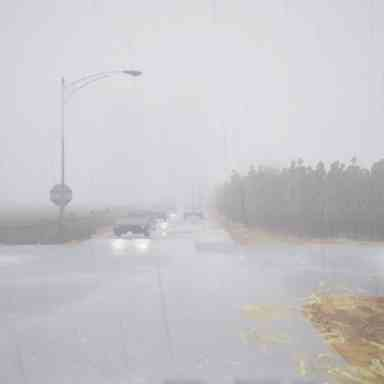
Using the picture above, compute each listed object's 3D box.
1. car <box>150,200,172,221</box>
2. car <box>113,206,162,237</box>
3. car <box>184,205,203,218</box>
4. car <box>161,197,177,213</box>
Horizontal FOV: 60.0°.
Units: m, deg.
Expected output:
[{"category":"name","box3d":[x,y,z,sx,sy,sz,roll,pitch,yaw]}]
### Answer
[{"category":"car","box3d":[-3.180,1.804,30.835,1.882,1.535,5.008,0,0,0]},{"category":"car","box3d":[-3.188,1.744,19.620,2.033,1.411,5.357,0,-1,0]},{"category":"car","box3d":[0.116,1.954,34.047,1.895,1.301,4.718,0,0,0]},{"category":"car","box3d":[-3.130,1.636,43.966,2.150,2.045,5.566,0,0,1]}]
